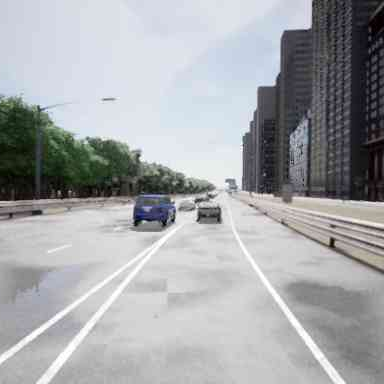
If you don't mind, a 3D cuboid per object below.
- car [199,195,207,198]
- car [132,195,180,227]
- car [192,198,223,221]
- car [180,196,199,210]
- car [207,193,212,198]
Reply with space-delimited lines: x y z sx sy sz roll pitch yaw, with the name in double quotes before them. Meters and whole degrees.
"car" 1.312 1.559 62.446 1.837 1.490 4.892 0 0 5
"car" -2.483 1.216 22.997 2.150 2.045 5.566 0 0 6
"car" 1.489 1.523 27.328 2.128 1.511 4.902 0 0 6
"car" -0.588 1.548 42.526 1.812 1.442 4.674 0 0 6
"car" 3.220 1.663 82.900 1.994 1.385 4.181 0 0 5
